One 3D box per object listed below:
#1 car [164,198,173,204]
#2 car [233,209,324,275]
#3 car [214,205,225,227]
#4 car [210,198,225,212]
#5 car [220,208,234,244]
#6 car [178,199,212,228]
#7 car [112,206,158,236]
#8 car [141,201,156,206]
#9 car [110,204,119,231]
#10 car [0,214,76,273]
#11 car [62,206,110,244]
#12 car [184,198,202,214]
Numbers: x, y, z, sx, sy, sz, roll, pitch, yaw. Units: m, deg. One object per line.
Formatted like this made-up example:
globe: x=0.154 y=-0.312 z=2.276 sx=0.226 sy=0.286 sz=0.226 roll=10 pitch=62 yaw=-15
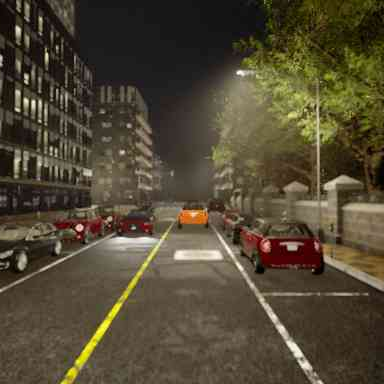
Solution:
car: x=-5.697 y=2.103 z=81.702 sx=1.967 sy=1.590 sz=4.097 roll=1 pitch=0 yaw=0
car: x=2.697 y=1.541 z=10.885 sx=1.967 sy=1.590 sz=4.097 roll=1 pitch=-1 yaw=0
car: x=2.693 y=1.780 z=21.841 sx=1.802 sy=1.307 sz=4.206 roll=1 pitch=0 yaw=0
car: x=2.693 y=1.650 z=38.279 sx=2.192 sy=1.841 sz=5.009 roll=1 pitch=0 yaw=0
car: x=2.695 y=1.716 z=16.364 sx=1.947 sy=1.339 sz=4.313 roll=1 pitch=0 yaw=0
car: x=0.095 y=1.570 z=24.261 sx=2.097 sy=1.767 sz=4.553 roll=0 pitch=-1 yaw=0
car: x=-3.104 y=1.742 z=19.588 sx=1.994 sy=1.385 sz=4.181 roll=0 pitch=0 yaw=0
car: x=-5.691 y=1.930 z=43.758 sx=2.008 sy=1.369 sz=4.403 roll=1 pitch=0 yaw=0
car: x=-5.686 y=1.637 z=21.863 sx=1.967 sy=1.590 sz=4.097 roll=1 pitch=0 yaw=0
car: x=-5.685 y=1.652 z=10.912 sx=2.008 sy=1.369 sz=4.403 roll=1 pitch=-1 yaw=0
car: x=-5.685 y=1.590 z=16.389 sx=1.967 sy=1.590 sz=4.097 roll=1 pitch=-1 yaw=0
car: x=0.090 y=1.711 z=41.131 sx=2.097 sy=1.767 sz=4.553 roll=0 pitch=0 yaw=0
